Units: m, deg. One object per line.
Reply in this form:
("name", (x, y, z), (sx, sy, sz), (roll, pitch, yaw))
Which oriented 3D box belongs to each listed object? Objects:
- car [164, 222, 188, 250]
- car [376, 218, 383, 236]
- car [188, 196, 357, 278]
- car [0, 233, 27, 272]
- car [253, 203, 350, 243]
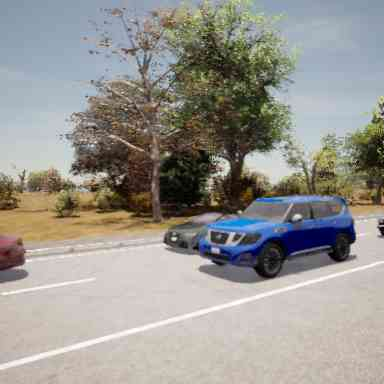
("car", (0.975, 1.509, 13.274), (4.181, 1.385, 1.994), (0, 0, -36))
("car", (10.997, 1.468, 16.286), (4.718, 1.301, 1.895), (-1, 0, -36))
("car", (2.862, 1.165, 10.320), (5.566, 2.045, 2.150), (-1, 0, -36))
("car", (-6.542, 1.540, 7.922), (4.674, 1.442, 1.812), (0, 0, -35))
("car", (5.534, 1.394, 16.549), (4.902, 1.511, 2.128), (-1, 0, -37))
